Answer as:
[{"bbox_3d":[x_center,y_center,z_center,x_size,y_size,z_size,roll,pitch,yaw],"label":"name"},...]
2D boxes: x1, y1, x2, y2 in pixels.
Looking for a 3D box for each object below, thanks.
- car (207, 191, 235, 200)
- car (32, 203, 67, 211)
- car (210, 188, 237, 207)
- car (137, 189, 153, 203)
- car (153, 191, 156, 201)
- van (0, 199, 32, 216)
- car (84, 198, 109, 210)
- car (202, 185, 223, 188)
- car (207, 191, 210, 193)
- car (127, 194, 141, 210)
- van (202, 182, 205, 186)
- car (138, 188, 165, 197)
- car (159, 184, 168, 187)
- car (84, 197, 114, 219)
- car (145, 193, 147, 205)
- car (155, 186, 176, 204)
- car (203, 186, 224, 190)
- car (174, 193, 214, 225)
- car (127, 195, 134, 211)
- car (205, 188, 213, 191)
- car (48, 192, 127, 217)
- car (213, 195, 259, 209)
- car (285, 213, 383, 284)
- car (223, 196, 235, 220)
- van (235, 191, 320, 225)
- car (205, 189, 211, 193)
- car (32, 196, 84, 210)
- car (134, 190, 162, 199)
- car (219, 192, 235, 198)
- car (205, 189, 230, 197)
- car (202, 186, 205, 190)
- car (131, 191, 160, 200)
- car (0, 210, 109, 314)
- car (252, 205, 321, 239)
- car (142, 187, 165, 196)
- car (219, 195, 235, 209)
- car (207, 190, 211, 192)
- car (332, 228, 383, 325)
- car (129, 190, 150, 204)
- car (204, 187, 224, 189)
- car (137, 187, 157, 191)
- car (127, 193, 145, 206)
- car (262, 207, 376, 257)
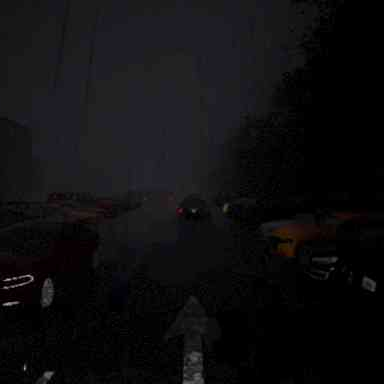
[{"bbox_3d":[5.044,0.525,58.216,4.792,1.488,2.163,0,3,0],"label":"car"},{"bbox_3d":[-8.025,1.376,13.472,4.892,1.521,2.231,0,0,0],"label":"car"},{"bbox_3d":[5.089,0.901,35.908,5.566,2.045,2.435,0,1,0],"label":"car"},{"bbox_3d":[-7.984,0.850,44.101,4.553,1.767,2.185,0,1,0],"label":"car"},{"bbox_3d":[-7.984,0.927,46.892,4.792,1.488,2.163,0,2,0],"label":"car"},{"bbox_3d":[-7.916,1.171,10.687,4.442,1.987,1.878,0,0,0],"label":"van"},{"bbox_3d":[-7.843,1.327,19.038,5.366,1.575,1.946,0,0,0],"label":"car"},{"bbox_3d":[5.083,-0.186,72.139,4.674,1.452,2.002,0,3,0],"label":"car"},{"bbox_3d":[4.878,1.037,41.489,5.366,1.575,1.946,0,1,0],"label":"car"},{"bbox_3d":[-8.026,1.198,32.960,5.008,1.535,2.097,0,1,0],"label":"car"},{"bbox_3d":[4.956,-0.604,74.792,4.442,1.987,1.878,-1,3,0],"label":"van"},{"bbox_3d":[-8.008,0.098,66.394,5.008,1.535,2.097,0,3,0],"label":"car"},{"bbox_3d":[-7.975,-0.008,63.591,5.566,2.045,2.435,0,3,0],"label":"car"},{"bbox_3d":[-8.032,1.307,21.821,5.008,1.535,2.097,0,0,0],"label":"car"},{"bbox_3d":[-8.015,1.143,38.539,4.674,1.452,2.002,0,1,0],"label":"car"},{"bbox_3d":[-3.559,0.603,48.087,2.150,2.045,5.566,0,2,0],"label":"car"},{"bbox_3d":[5.261,0.237,63.660,5.366,1.575,1.946,0,3,0],"label":"car"},{"bbox_3d":[0.113,1.175,22.342,2.097,1.767,4.553,0,0,0],"label":"car"},{"bbox_3d":[-8.052,1.263,30.173,4.792,1.488,2.163,0,1,0],"label":"car"},{"bbox_3d":[5.066,0.607,55.426,5.008,1.535,2.097,0,2,0],"label":"car"},{"bbox_3d":[-7.997,1.033,24.602,5.566,2.045,2.435,0,0,0],"label":"car"},{"bbox_3d":[5.068,1.100,38.701,5.008,1.535,2.097,0,1,0],"label":"car"},{"bbox_3d":[5.052,1.420,7.928,4.892,1.521,2.231,0,0,0],"label":"car"},{"bbox_3d":[5.240,1.281,24.637,5.366,1.575,1.946,0,0,0],"label":"car"},{"bbox_3d":[4.935,1.104,19.066,4.442,1.987,1.878,0,0,0],"label":"van"},{"bbox_3d":[5.065,0.711,52.637,5.008,1.535,2.097,0,2,0],"label":"car"},{"bbox_3d":[-8.061,1.226,16.379,4.553,1.767,2.185,0,0,0],"label":"car"},{"bbox_3d":[-8.012,0.379,60.818,4.892,1.521,2.231,0,3,0],"label":"car"},{"bbox_3d":[5.089,1.107,30.330,4.553,1.767,2.185,0,1,0],"label":"car"},{"bbox_3d":[5.106,0.125,66.450,4.792,1.488,2.163,0,3,0],"label":"car"},{"bbox_3d":[5.082,-0.025,69.358,4.674,1.452,2.002,0,3,0],"label":"car"},{"bbox_3d":[-8.036,0.532,58.043,4.792,1.488,2.163,0,2,0],"label":"car"},{"bbox_3d":[-3.595,1.418,7.757,1.882,1.535,5.008,0,0,0],"label":"car"},{"bbox_3d":[5.051,1.416,13.498,4.674,1.452,2.002,0,0,0],"label":"car"},{"bbox_3d":[-7.970,-0.180,69.162,4.553,1.767,2.185,0,3,0],"label":"car"},{"bbox_3d":[5.051,1.260,27.546,5.008,1.535,2.097,0,1,0],"label":"car"},{"bbox_3d":[5.062,0.811,49.721,4.892,1.521,2.231,0,2,0],"label":"car"},{"bbox_3d":[5.072,1.470,5.145,4.792,1.488,2.163,0,0,0],"label":"car"},{"bbox_3d":[-7.985,0.918,41.322,4.553,1.767,2.185,0,1,0],"label":"car"},{"bbox_3d":[5.260,0.373,60.867,5.366,1.575,1.946,0,3,0],"label":"car"},{"bbox_3d":[-8.041,0.592,52.459,4.553,1.767,2.185,0,2,0],"label":"car"},{"bbox_3d":[-8.025,1.155,35.749,5.008,1.535,2.097,0,1,0],"label":"car"},{"bbox_3d":[5.052,1.397,10.713,5.008,1.535,2.097,0,0,0],"label":"car"}]
